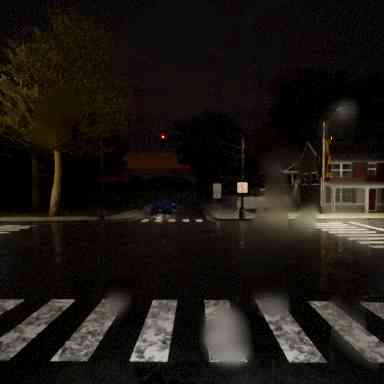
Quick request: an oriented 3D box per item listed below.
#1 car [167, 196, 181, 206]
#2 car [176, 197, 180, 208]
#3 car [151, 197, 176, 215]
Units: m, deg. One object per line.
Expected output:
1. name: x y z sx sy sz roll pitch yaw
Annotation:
1. car: -2.903 1.484 54.765 2.033 1.411 5.357 0 0 0
2. car: -2.945 1.460 44.136 1.837 1.490 4.892 0 0 0
3. car: -2.982 1.447 33.834 1.882 1.535 5.008 0 0 0
